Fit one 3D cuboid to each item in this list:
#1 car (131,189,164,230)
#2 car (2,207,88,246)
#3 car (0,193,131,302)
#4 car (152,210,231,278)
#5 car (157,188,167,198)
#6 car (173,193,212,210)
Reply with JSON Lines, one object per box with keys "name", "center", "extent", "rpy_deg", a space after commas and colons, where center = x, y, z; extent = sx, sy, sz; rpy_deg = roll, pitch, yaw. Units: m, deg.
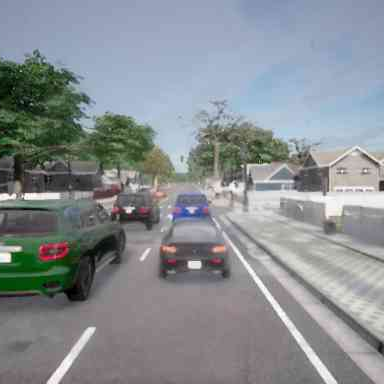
{"name": "car", "center": [-3.221, 1.048, 19.938], "extent": [2.150, 2.045, 5.566], "rpy_deg": [0, 1, 1]}
{"name": "car", "center": [-6.577, 1.479, 15.585], "extent": [1.895, 1.301, 4.718], "rpy_deg": [0, 1, 0]}
{"name": "car", "center": [-3.187, 1.169, 8.271], "extent": [2.150, 2.045, 5.566], "rpy_deg": [0, 1, 0]}
{"name": "car", "center": [0.069, 1.460, 9.783], "extent": [1.812, 1.442, 4.674], "rpy_deg": [0, 0, 0]}
{"name": "car", "center": [-6.481, 0.197, 68.597], "extent": [2.150, 2.045, 5.566], "rpy_deg": [0, 2, 0]}
{"name": "car", "center": [0.027, 1.050, 19.813], "extent": [2.150, 2.045, 5.566], "rpy_deg": [0, 1, 1]}
